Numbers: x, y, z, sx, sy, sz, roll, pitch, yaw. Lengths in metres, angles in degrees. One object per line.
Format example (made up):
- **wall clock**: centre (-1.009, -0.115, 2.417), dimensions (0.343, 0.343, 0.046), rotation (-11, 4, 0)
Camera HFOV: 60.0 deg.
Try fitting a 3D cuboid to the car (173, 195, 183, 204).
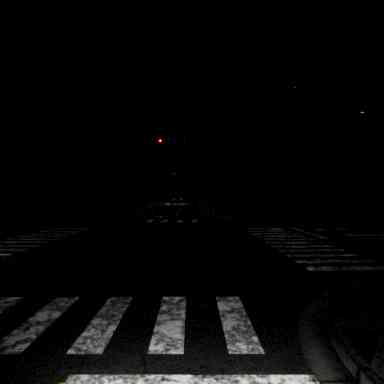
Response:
- **car**: centre (-2.879, 1.504, 69.394), dimensions (2.097, 1.767, 4.553), rotation (0, 0, 0)
